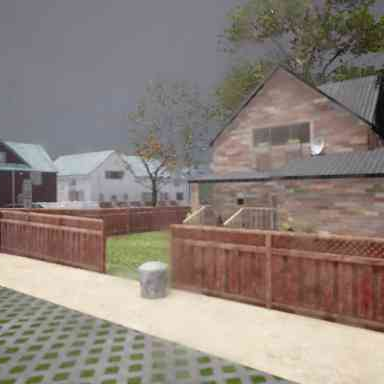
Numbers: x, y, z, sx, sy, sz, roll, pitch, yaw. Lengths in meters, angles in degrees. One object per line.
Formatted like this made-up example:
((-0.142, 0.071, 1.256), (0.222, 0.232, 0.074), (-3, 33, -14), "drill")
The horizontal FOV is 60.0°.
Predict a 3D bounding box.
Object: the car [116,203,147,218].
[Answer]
((-5.960, 1.837, 31.283), (2.128, 1.511, 4.902), (0, -1, 37), "car")

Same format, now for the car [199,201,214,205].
((1.563, 1.940, 41.313), (1.882, 1.535, 5.008), (0, 0, 37), "car")

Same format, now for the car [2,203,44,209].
((-12.248, 1.596, 22.872), (2.097, 1.767, 4.553), (0, -1, 37), "car")
